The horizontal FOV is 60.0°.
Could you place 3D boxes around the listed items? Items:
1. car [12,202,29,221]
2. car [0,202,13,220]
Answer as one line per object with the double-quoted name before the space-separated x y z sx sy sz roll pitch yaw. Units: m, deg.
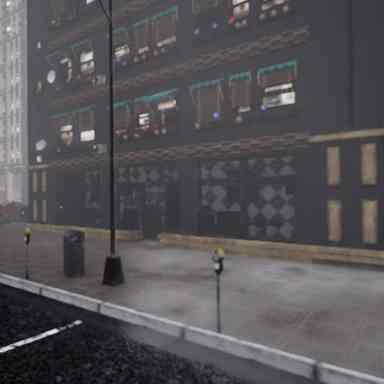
"car" -10.784 1.479 25.266 1.947 1.339 4.313 0 1 35
"car" -15.548 1.553 28.576 1.994 1.385 4.181 -1 0 35
